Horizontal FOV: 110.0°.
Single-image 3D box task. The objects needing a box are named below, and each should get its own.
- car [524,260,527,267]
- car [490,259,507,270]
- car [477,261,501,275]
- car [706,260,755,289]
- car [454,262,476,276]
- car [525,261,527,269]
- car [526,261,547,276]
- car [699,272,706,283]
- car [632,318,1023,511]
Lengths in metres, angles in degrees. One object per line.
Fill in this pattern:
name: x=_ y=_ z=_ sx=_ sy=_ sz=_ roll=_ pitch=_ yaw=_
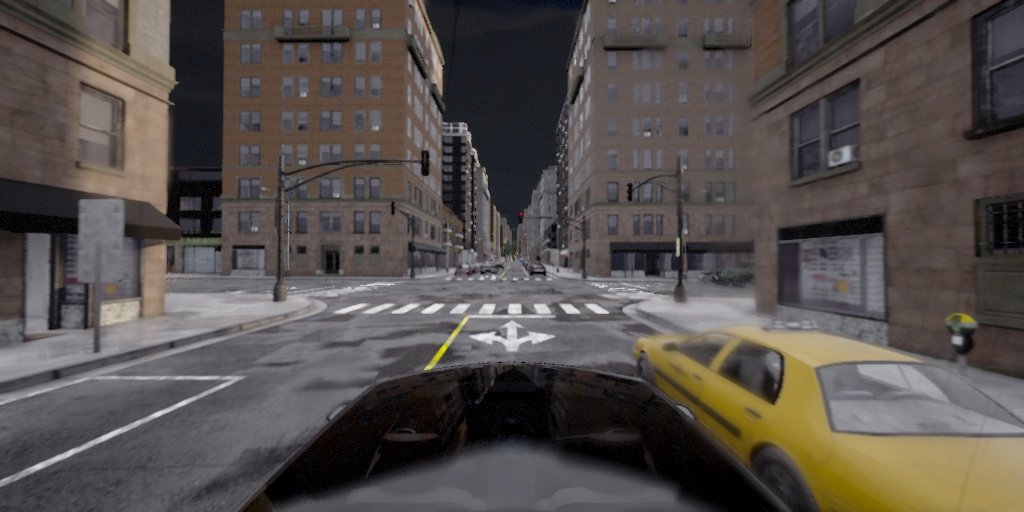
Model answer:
car: x=3.127 y=1.619 z=52.261 sx=2.007 sy=1.370 sz=4.403 roll=0 pitch=0 yaw=1
car: x=-2.385 y=1.693 z=64.726 sx=2.033 sy=1.411 sz=5.357 roll=0 pitch=0 yaw=1
car: x=-2.742 y=1.579 z=43.527 sx=1.994 sy=1.385 sz=4.181 roll=0 pitch=0 yaw=1
car: x=17.610 y=1.271 z=25.964 sx=5.566 sy=2.045 sz=2.150 roll=0 pitch=-1 yaw=0
car: x=-5.540 y=1.583 z=41.306 sx=1.802 sy=1.307 sz=4.207 roll=0 pitch=0 yaw=1
car: x=3.057 y=1.579 z=46.730 sx=1.888 sy=1.381 sz=4.507 roll=0 pitch=0 yaw=1
car: x=2.986 y=1.566 z=41.200 sx=1.948 sy=1.339 sz=4.313 roll=0 pitch=0 yaw=1
car: x=17.880 y=1.595 z=29.206 sx=4.902 sy=1.511 sz=2.128 roll=0 pitch=-1 yaw=0
car: x=2.669 y=1.287 z=3.707 sx=1.751 sy=1.417 sz=4.829 roll=0 pitch=0 yaw=0
